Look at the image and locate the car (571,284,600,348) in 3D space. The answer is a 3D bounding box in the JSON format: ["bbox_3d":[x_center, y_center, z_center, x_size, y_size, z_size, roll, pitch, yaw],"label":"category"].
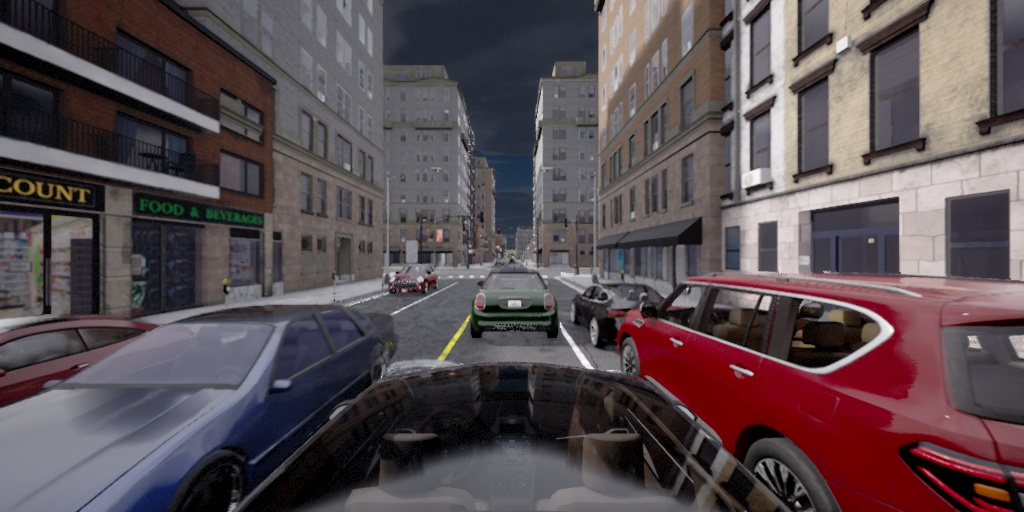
[{"bbox_3d":[2.637,1.319,9.036,1.948,1.339,4.313,0,0,0],"label":"car"}]

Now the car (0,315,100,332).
[{"bbox_3d":[-5.389,1.333,3.588,1.802,1.307,4.207,0,0,0],"label":"car"}]

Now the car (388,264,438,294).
[{"bbox_3d":[-5.386,1.204,19.948,1.967,1.591,4.097,0,0,0],"label":"car"}]

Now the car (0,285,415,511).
[{"bbox_3d":[-2.853,1.298,3.989,2.033,1.411,5.357,0,0,0],"label":"car"}]

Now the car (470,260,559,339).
[{"bbox_3d":[0.038,1.107,10.271,2.097,1.767,4.553,0,0,-1],"label":"car"}]

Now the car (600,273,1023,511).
[{"bbox_3d":[2.635,1.065,3.583,2.192,1.841,5.009,0,0,0],"label":"car"}]
